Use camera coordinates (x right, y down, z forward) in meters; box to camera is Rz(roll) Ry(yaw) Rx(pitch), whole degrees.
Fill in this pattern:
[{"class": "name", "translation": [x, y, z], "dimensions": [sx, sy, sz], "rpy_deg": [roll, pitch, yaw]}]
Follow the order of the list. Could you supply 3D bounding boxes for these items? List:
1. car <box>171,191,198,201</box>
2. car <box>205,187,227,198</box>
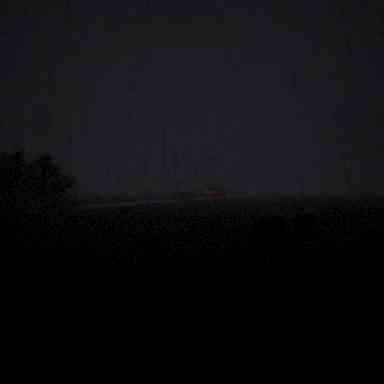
[{"class": "car", "translation": [-1.207, 0.613, 53.874], "dimensions": [2.033, 1.411, 5.357], "rpy_deg": [1, 2, 34]}, {"class": "car", "translation": [4.568, 0.073, 62.960], "dimensions": [2.150, 2.045, 5.566], "rpy_deg": [1, 2, 32]}]
